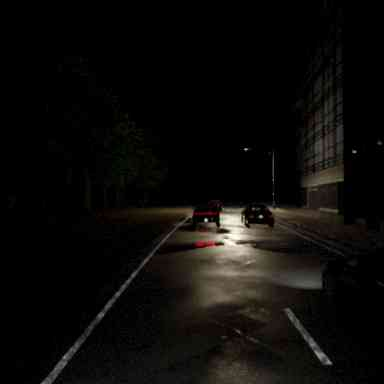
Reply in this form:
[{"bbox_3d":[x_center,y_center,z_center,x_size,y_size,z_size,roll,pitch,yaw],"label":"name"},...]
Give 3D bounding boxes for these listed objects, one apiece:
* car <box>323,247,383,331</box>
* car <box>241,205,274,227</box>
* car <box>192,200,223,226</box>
[{"bbox_3d":[3.688,1.549,5.228,1.812,1.442,4.674,0,0,1],"label":"car"},{"bbox_3d":[4.515,1.612,23.326,2.033,1.411,5.357,0,0,4],"label":"car"},{"bbox_3d":[1.079,1.573,23.991,1.837,1.490,4.892,0,0,4],"label":"car"}]
